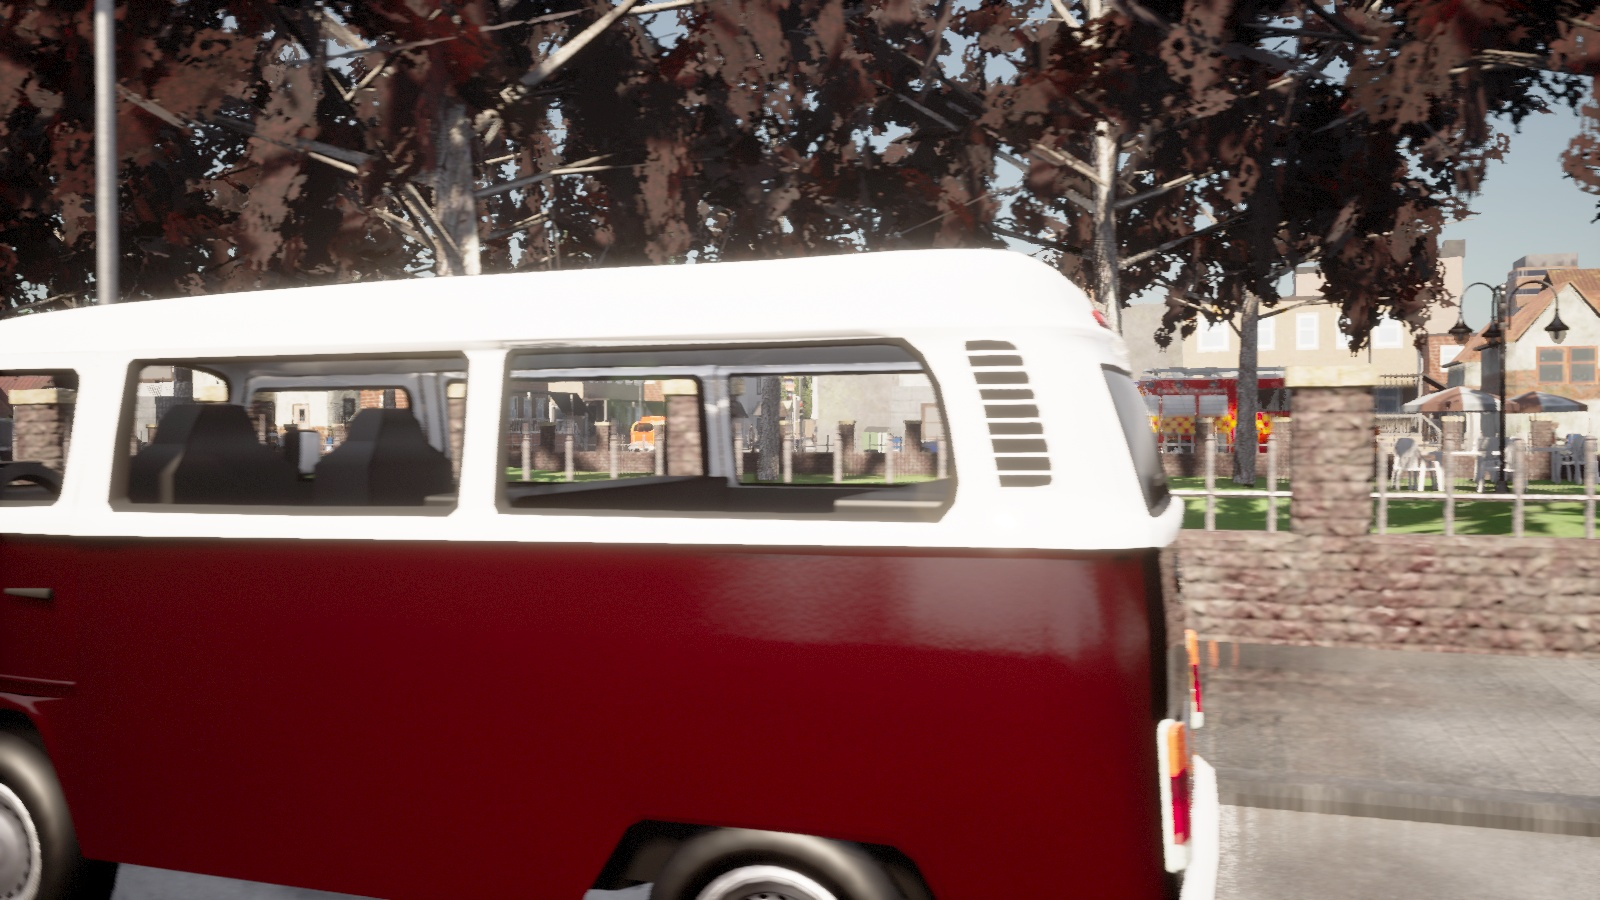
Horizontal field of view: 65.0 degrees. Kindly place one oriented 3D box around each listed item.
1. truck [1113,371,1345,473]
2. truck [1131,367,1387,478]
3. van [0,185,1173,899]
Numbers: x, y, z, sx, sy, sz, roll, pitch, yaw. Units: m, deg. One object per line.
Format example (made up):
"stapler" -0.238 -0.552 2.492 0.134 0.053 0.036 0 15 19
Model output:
"truck" 16.936 -1.077 49.981 8.468 3.827 2.891 0 1 19
"truck" 16.586 -1.011 45.880 8.468 3.827 2.891 1 1 18
"van" -1.161 0.480 4.107 4.480 2.038 2.069 1 1 19
